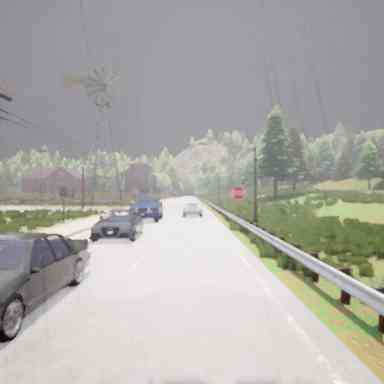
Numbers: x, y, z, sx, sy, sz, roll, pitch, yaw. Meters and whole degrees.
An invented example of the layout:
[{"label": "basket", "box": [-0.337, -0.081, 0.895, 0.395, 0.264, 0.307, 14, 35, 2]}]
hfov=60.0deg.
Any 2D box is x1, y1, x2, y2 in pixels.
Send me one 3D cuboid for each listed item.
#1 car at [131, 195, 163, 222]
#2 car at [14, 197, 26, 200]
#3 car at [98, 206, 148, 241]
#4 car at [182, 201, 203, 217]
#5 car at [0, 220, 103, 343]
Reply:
[{"label": "car", "box": [-3.593, 1.284, 27.094, 2.150, 2.045, 5.566, 0, 0, 0]}, {"label": "car", "box": [-32.375, 1.682, 62.439, 1.784, 1.438, 3.905, 0, 0, -1]}, {"label": "car", "box": [-3.619, 1.604, 16.676, 1.994, 1.385, 4.181, 0, 0, 0]}, {"label": "car", "box": [0.057, 1.596, 31.881, 1.812, 1.442, 4.674, 0, 0, 0]}, {"label": "car", "box": [-3.607, 1.565, 6.722, 2.033, 1.411, 5.357, 0, 0, 0]}]
